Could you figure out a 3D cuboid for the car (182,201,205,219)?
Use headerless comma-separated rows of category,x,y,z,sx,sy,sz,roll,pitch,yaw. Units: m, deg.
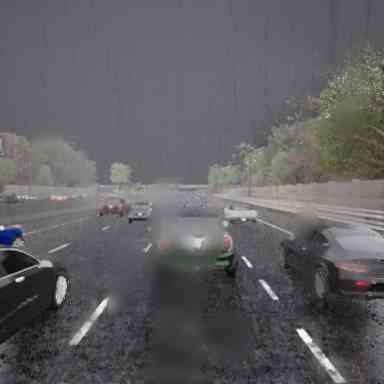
car,0.099,1.542,29.283,1.895,1.301,4.718,0,0,0

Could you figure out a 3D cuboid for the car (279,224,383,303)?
car,3.504,1.501,8.062,1.812,1.442,4.674,0,0,0

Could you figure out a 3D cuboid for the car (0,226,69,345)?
car,-3.401,1.494,4.851,1.837,1.490,4.892,0,0,0

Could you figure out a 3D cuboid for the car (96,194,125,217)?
car,-6.905,1.291,30.423,2.097,1.767,4.553,0,0,0

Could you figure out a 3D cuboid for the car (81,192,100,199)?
car,-21.009,1.074,70.682,2.150,2.045,5.566,0,0,0

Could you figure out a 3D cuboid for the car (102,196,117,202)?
car,-17.509,1.444,70.683,1.895,1.301,4.718,0,0,0

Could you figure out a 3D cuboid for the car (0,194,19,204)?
car,-17.599,1.162,29.625,2.150,2.045,5.566,0,0,0

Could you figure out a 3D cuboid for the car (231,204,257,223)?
car,3.497,1.542,24.735,1.895,1.301,4.718,0,0,0

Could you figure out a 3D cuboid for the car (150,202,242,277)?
car,0.099,1.330,10.353,2.097,1.767,4.553,0,0,0

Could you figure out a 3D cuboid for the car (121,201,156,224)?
car,-3.401,1.498,24.234,2.033,1.411,5.357,0,0,0

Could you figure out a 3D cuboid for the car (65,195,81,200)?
car,-24.509,1.327,70.712,1.882,1.535,5.008,0,0,0

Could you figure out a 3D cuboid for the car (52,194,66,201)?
car,-28.009,1.204,70.741,2.097,1.767,4.553,0,0,0
